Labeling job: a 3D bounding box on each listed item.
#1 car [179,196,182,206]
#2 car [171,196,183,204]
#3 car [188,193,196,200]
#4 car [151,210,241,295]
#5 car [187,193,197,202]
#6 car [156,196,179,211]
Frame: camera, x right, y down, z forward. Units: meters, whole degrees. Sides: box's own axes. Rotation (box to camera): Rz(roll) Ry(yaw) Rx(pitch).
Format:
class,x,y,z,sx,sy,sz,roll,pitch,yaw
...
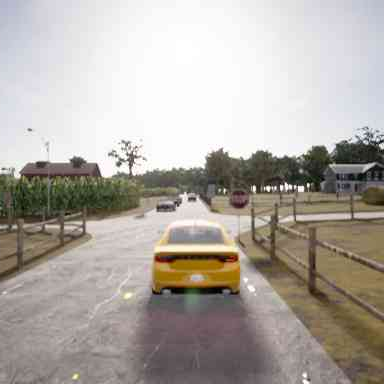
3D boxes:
class,x,y,z,sx,sy,sz,roll,pitch,yaw
car,-2.812,1.443,49.311,1.895,1.301,4.718,0,0,0
car,-2.752,1.402,60.568,1.895,1.301,4.718,0,0,1
car,0.030,1.041,80.979,1.882,1.535,5.008,0,0,0
car,0.065,1.459,8.740,1.882,1.535,5.008,0,0,-1
car,0.024,1.259,70.550,1.837,1.490,4.892,0,0,0
car,-2.901,1.449,38.007,1.994,1.385,4.181,0,0,2
